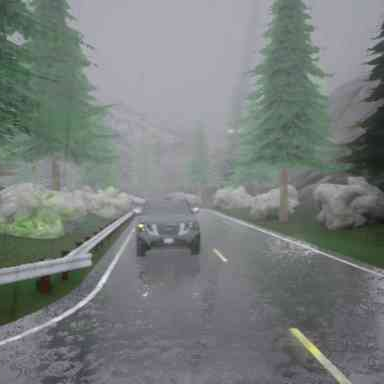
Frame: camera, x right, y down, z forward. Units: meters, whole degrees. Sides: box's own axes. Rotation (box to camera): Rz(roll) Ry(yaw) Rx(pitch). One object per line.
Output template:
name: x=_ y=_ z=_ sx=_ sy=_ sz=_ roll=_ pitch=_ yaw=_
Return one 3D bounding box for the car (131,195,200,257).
car: x=-1.024 y=1.171 z=13.227 sx=2.150 sy=2.045 sz=5.566 roll=-1 pitch=0 yaw=-6

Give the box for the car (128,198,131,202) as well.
car: x=-7.355 y=1.436 z=43.571 sx=1.812 sy=1.442 sz=4.674 roll=-1 pitch=0 yaw=-42
